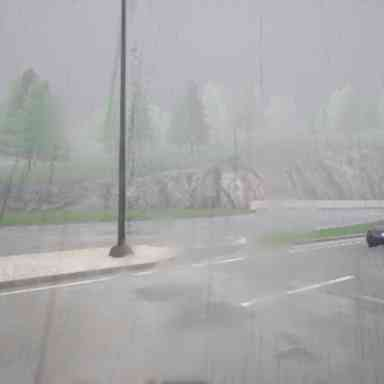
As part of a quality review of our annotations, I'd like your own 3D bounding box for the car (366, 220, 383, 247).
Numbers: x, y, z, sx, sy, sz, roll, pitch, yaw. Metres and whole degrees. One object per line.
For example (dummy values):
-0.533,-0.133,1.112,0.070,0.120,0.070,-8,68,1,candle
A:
9.470,1.706,14.412,4.181,1.385,1.994,1,0,-32,car
